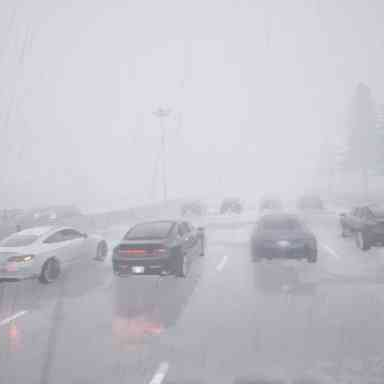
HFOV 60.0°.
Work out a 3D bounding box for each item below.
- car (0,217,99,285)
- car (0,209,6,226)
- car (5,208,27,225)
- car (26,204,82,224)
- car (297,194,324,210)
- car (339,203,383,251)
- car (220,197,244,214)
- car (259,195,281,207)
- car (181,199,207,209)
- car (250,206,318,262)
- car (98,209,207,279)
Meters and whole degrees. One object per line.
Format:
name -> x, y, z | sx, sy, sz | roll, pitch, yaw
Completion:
car -> -4.361, 1.771, 10.322 | 1.812, 1.442, 4.674 | -3, 0, 12
car -> -17.818, 2.379, 31.613 | 1.837, 1.490, 4.892 | -3, 0, 12
car -> -14.404, 2.201, 30.868 | 1.837, 1.490, 4.892 | -3, 0, 12
car -> -11.377, 1.904, 28.383 | 2.097, 1.767, 4.553 | -3, 0, 12
car -> 10.752, 0.901, 30.488 | 1.994, 1.385, 4.181 | -3, 1, 12
car -> 6.801, 1.166, 12.309 | 1.837, 1.490, 4.892 | -3, 1, 12
car -> 3.783, 1.214, 31.351 | 1.837, 1.490, 4.892 | -3, 1, 12
car -> 7.373, 1.037, 31.411 | 1.812, 1.442, 4.674 | -3, 1, 12
car -> 0.225, 1.407, 31.441 | 1.837, 1.490, 4.892 | -3, 1, 12
car -> 3.053, 1.421, 11.505 | 1.994, 1.385, 4.181 | -3, 0, 12
car -> -0.784, 1.566, 10.326 | 1.837, 1.490, 4.892 | -3, 0, 12
